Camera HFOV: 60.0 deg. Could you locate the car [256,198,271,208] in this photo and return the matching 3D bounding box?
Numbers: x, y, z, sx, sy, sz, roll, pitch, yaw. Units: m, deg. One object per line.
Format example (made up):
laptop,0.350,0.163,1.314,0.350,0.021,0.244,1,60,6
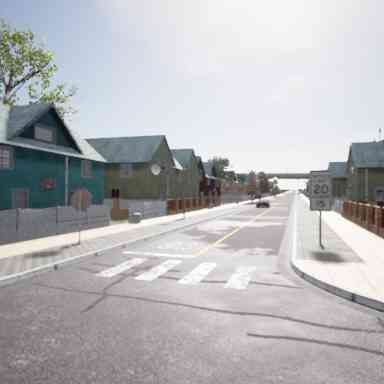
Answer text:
car,10.795,1.642,50.232,1.895,1.301,4.718,0,0,17
